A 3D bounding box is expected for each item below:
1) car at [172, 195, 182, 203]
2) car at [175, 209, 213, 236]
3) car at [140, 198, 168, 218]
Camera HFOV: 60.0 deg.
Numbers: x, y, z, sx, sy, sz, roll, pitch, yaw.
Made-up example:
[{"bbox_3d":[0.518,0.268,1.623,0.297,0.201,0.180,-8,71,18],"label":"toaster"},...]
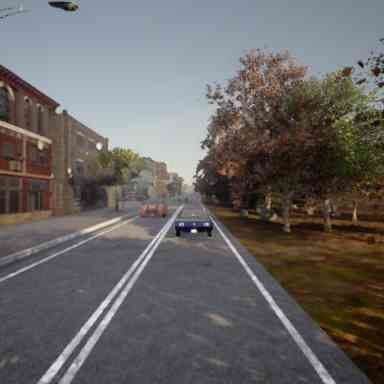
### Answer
[{"bbox_3d":[-3.150,1.464,70.646,1.837,1.490,4.892,0,0,1],"label":"car"},{"bbox_3d":[0.100,1.601,18.332,1.895,1.301,4.718,0,0,0],"label":"car"},{"bbox_3d":[-3.343,1.351,30.005,2.097,1.767,4.553,0,0,0],"label":"car"}]
